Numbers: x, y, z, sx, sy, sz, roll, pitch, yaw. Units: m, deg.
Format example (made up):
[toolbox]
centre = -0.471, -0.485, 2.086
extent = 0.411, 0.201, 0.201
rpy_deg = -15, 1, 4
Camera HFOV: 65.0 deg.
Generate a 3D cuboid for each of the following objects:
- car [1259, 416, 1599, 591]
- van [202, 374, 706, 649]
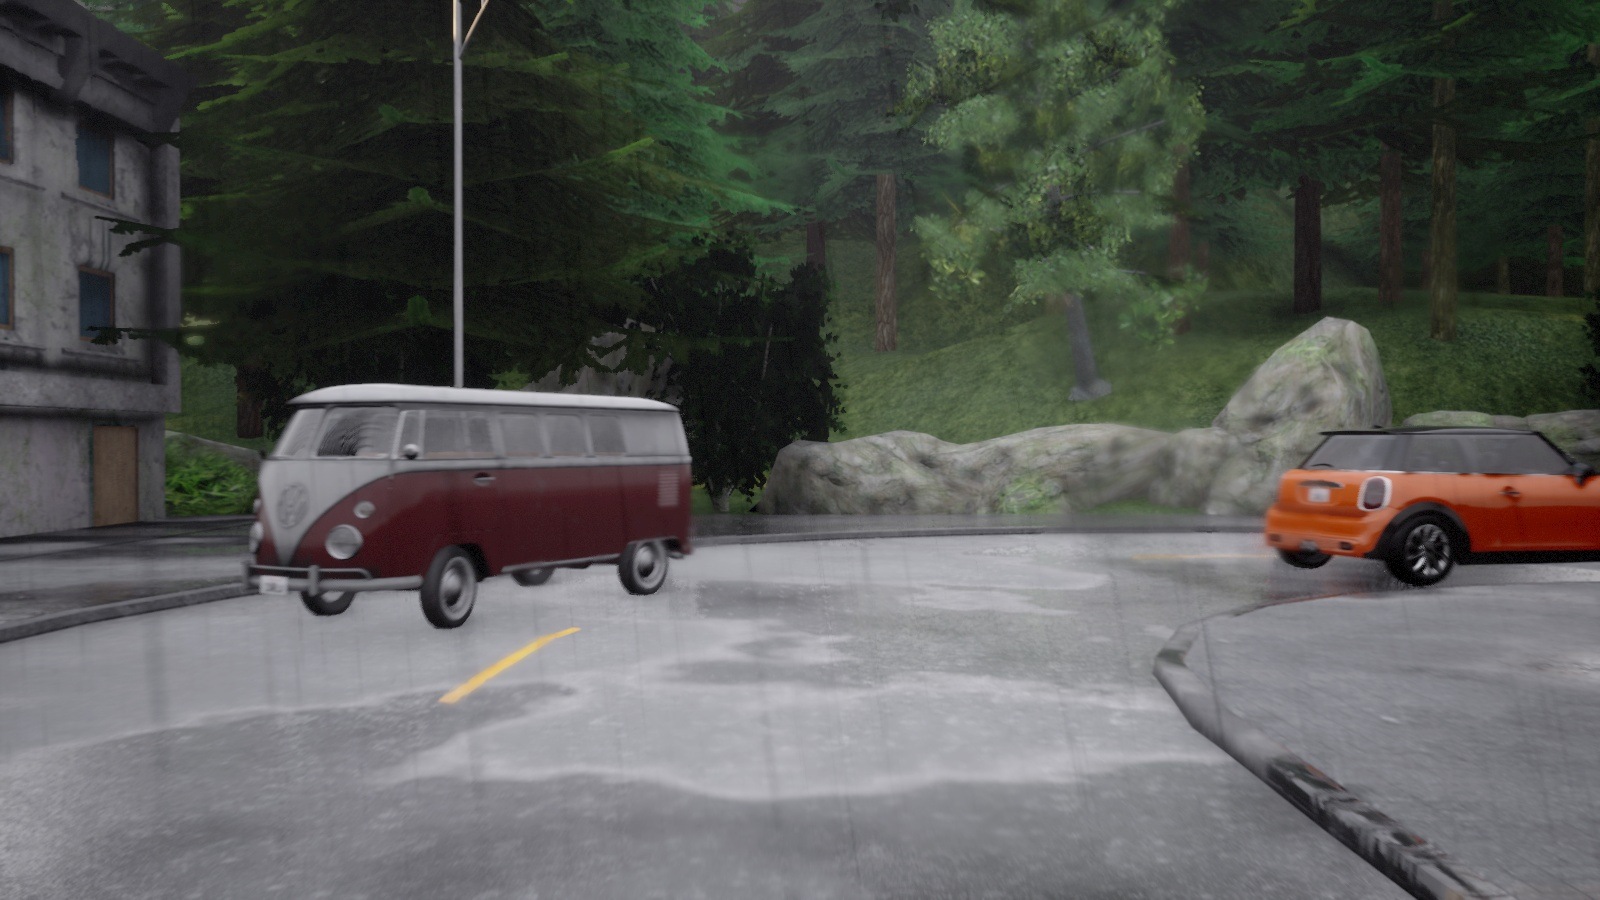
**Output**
[car]
centre = 7.842, 0.531, 14.249
extent = 4.553, 1.767, 2.097
rpy_deg = 0, 0, -15
[van]
centre = -2.854, 0.434, 11.425
extent = 1.775, 1.987, 4.442
rpy_deg = 0, 0, 30
